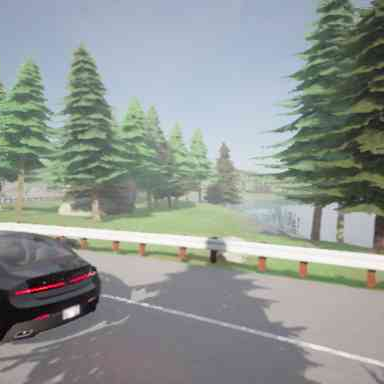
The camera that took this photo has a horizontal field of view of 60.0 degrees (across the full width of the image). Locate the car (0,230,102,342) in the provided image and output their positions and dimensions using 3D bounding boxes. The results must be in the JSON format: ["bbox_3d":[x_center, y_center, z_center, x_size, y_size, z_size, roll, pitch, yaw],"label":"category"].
[{"bbox_3d":[-3.820,1.459,6.030,4.892,1.490,1.837,1,0,31],"label":"car"}]
